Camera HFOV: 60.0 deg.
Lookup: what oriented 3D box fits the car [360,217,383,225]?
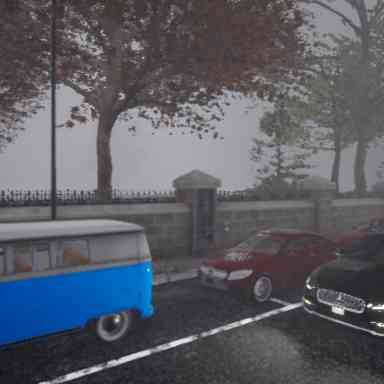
[{"bbox_3d":[6.652,1.533,11.308,4.507,1.381,1.887,0,0,-36],"label":"car"}]

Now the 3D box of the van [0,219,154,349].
[{"bbox_3d":[-2.514,1.341,4.766,3.998,1.788,1.690,0,0,-36],"label":"van"}]

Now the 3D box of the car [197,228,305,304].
[{"bbox_3d":[2.069,1.576,8.037,4.206,1.307,1.802,0,0,-36],"label":"car"}]

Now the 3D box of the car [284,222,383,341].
[{"bbox_3d":[4.131,1.498,6.325,4.892,1.490,1.837,0,0,-36],"label":"car"}]
